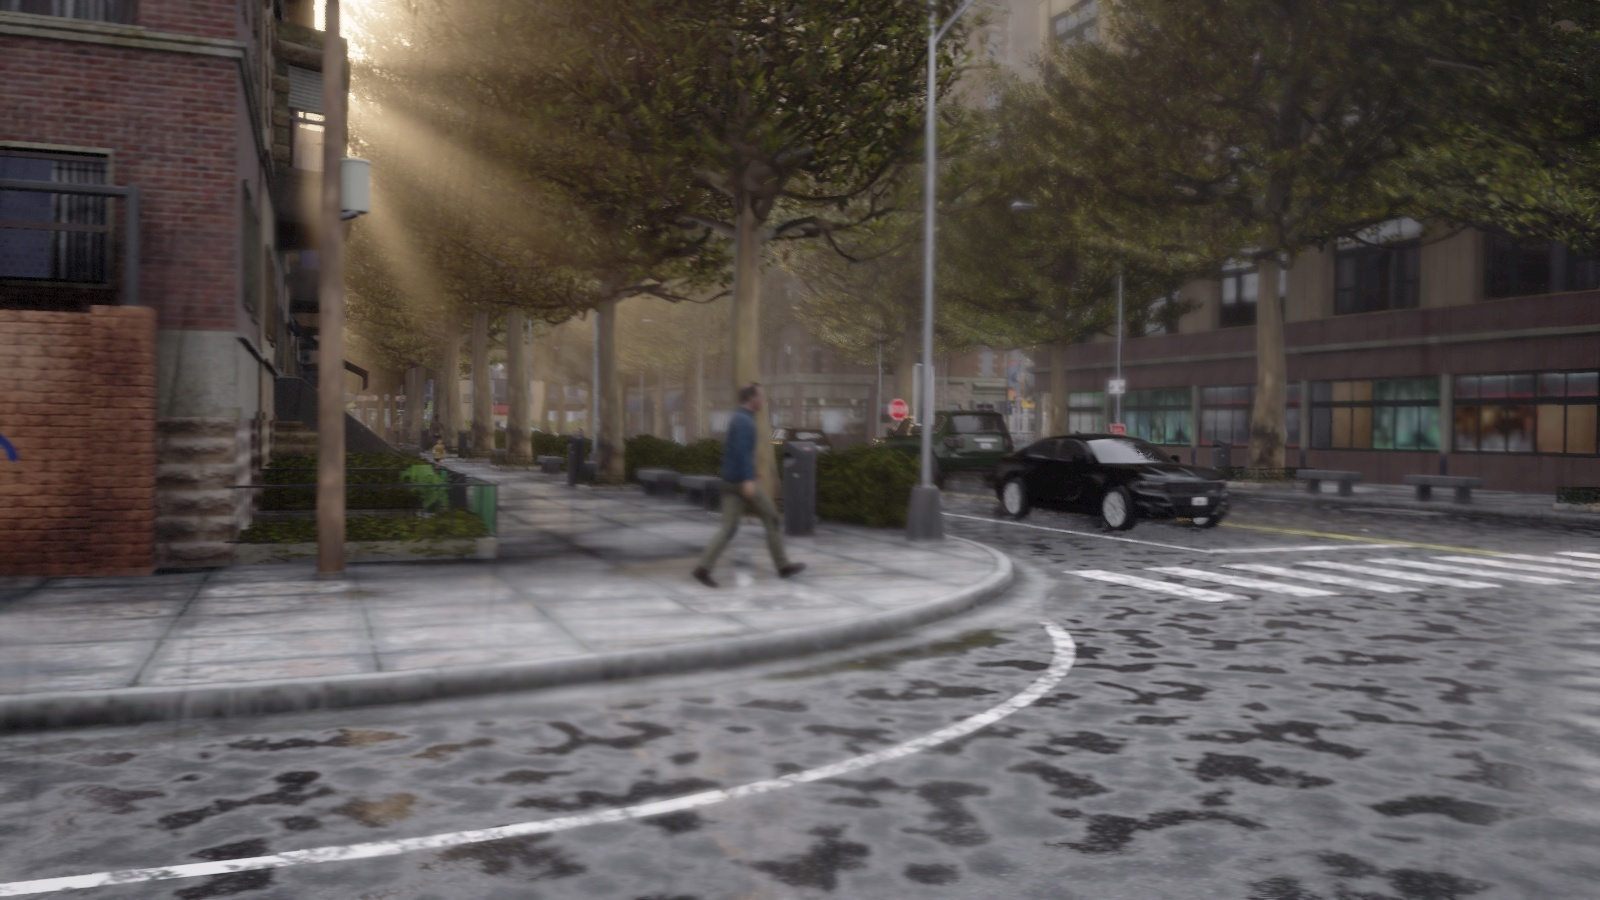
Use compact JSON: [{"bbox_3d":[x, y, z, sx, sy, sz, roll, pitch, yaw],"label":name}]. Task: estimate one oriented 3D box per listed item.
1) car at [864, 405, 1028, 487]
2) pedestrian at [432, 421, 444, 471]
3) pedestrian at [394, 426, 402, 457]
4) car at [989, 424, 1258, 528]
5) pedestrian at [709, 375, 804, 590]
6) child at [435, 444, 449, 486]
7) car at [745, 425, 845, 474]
[{"bbox_3d":[3.891,-0.122,34.701,2.150,2.045,5.566,-1,0,-21],"label":"car"},{"bbox_3d":[-13.313,-0.160,46.176,0.328,1.805,0.869,-1,1,-18],"label":"pedestrian"},{"bbox_3d":[-23.458,-0.492,73.301,0.345,1.836,0.594,-1,1,-14],"label":"pedestrian"},{"bbox_3d":[5.297,0.349,21.390,1.882,1.535,5.008,-1,1,-21],"label":"car"},{"bbox_3d":[-0.383,0.272,11.052,0.726,1.842,0.402,-1,1,-20],"label":"pedestrian"},{"bbox_3d":[-9.511,0.389,33.361,0.255,1.110,0.394,-1,1,-26],"label":"child"},{"bbox_3d":[-0.259,-0.036,45.427,2.033,1.649,4.856,-1,1,-21],"label":"car"}]
